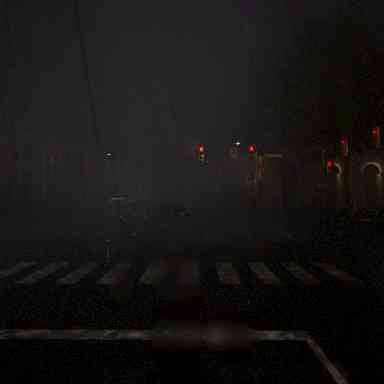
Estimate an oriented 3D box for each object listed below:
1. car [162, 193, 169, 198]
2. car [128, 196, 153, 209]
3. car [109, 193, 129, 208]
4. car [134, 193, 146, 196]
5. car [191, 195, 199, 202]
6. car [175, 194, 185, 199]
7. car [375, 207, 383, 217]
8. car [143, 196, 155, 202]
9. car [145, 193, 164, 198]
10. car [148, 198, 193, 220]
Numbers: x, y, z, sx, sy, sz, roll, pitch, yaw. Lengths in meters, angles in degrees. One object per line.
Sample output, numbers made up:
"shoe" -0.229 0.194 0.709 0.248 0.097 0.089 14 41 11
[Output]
"car" -6.372 1.225 73.439 2.150 2.045 5.566 0 0 1
"car" -6.795 1.601 44.541 1.895 1.301 4.718 0 0 0
"car" -10.277 1.221 47.819 2.150 2.045 5.566 0 0 0
"car" -10.056 1.223 65.080 2.150 2.045 5.566 0 0 2
"car" 0.719 1.450 78.599 2.128 1.511 4.902 0 0 1
"car" -2.781 1.279 78.628 2.097 1.767 4.553 0 0 1
"car" 18.595 1.526 29.174 4.674 1.442 1.812 0 0 1
"car" -9.821 1.539 76.368 2.033 1.411 5.357 0 0 1
"car" -6.668 1.477 59.351 1.882 1.535 5.008 0 0 1
"car" -1.865 1.525 28.554 1.812 1.442 4.674 0 0 -28
